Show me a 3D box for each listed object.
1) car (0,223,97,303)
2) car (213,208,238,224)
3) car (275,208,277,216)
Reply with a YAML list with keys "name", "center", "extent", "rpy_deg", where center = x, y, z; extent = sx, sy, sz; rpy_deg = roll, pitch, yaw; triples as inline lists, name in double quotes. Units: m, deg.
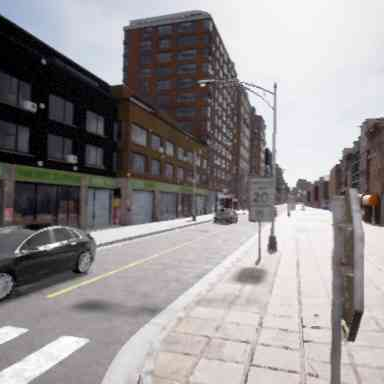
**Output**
- name: "car"
  center: [-4.413, 1.621, 8.683]
  extent: [1.837, 1.490, 4.892]
  rpy_deg: [1, -1, 17]
- name: "car"
  center: [3.486, 2.399, 34.170]
  extent: [1.837, 1.490, 4.892]
  rpy_deg: [1, -1, 17]
- name: "car"
  center: [12.537, 2.922, 53.513]
  extent: [2.097, 1.767, 4.553]
  rpy_deg: [1, -2, 17]
